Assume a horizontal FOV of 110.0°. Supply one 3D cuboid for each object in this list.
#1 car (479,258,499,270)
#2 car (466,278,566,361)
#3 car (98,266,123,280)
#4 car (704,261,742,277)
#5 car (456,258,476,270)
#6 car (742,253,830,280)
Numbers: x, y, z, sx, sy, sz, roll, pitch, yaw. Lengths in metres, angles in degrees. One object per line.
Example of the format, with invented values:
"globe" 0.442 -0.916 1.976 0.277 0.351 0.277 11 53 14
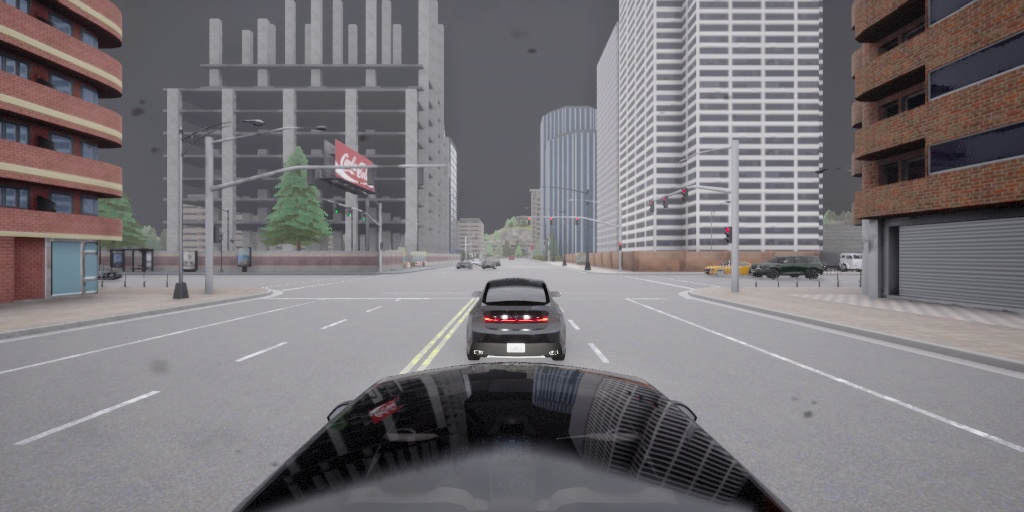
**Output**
"car" -3.338 1.253 51.904 1.837 1.490 4.892 0 0 0
"car" 0.095 1.255 8.278 1.837 1.490 4.892 0 0 1
"car" -32.748 1.314 27.523 4.181 1.385 1.994 0 0 0
"car" 21.307 1.227 34.738 5.008 1.535 1.882 0 0 0
"car" -6.839 1.313 51.591 1.994 1.385 4.181 0 0 0
"car" 23.783 0.971 31.239 5.566 2.045 2.150 0 0 0
